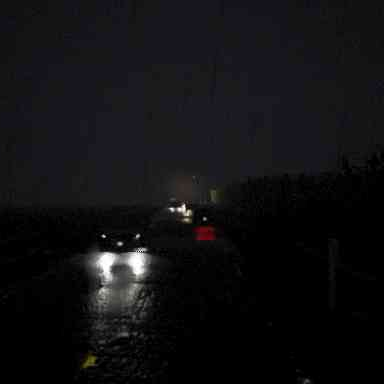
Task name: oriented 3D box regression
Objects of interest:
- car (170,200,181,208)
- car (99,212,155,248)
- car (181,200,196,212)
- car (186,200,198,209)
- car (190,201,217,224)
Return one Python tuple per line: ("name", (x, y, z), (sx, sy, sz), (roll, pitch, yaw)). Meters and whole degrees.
("car", (-2.798, 2.107, 58.498), (1.994, 1.385, 4.181), (0, 0, 1))
("car", (-2.851, 1.694, 15.851), (2.033, 1.411, 5.357), (0, -1, 0))
("car", (0.009, 1.910, 45.234), (2.128, 1.511, 4.902), (0, -1, 0))
("car", (0.000, 2.040, 55.371), (1.812, 1.442, 4.674), (0, -1, 0))
("car", (0.962, 1.755, 27.018), (1.837, 1.490, 4.892), (0, -1, 0))
